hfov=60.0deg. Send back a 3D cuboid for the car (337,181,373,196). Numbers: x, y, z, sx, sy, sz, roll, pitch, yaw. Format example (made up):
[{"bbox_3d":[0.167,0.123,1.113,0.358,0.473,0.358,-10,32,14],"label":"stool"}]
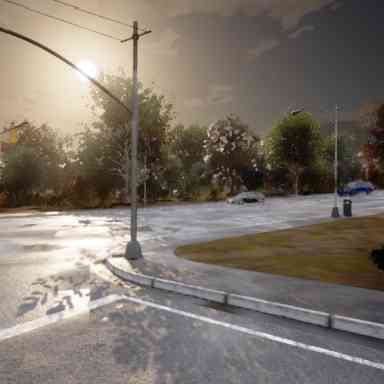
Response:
[{"bbox_3d":[23.568,-0.492,47.979,5.566,2.045,2.150,-3,2,-25],"label":"car"}]

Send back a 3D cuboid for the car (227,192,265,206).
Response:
[{"bbox_3d":[6.230,0.755,38.043,4.902,1.511,2.128,-3,2,-34],"label":"car"}]
